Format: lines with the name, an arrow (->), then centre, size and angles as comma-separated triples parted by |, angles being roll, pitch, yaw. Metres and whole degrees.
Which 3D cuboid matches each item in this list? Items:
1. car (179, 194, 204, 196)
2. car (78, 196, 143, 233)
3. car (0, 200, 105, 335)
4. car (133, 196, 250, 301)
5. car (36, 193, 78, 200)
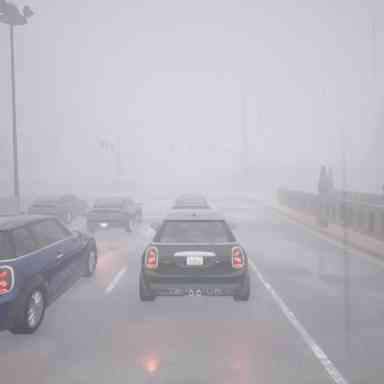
car -> -0.041, 0.818, 17.357 | 1.882, 1.535, 5.008 | 0, 3, 0
car -> -3.533, 0.935, 15.776 | 1.837, 1.490, 4.892 | 0, 3, 0
car -> -3.452, 1.232, 6.687 | 2.097, 1.767, 4.553 | 0, 2, -1
car -> 0.036, 1.183, 8.126 | 2.097, 1.767, 4.553 | 0, 2, 0
car -> -7.048, 0.806, 17.938 | 1.837, 1.490, 4.892 | 0, 3, -1
